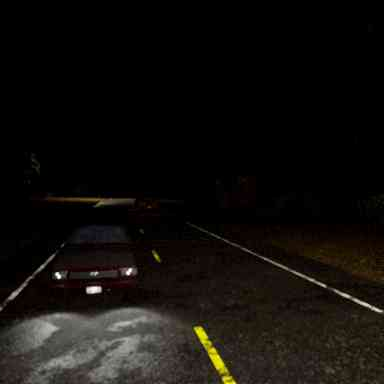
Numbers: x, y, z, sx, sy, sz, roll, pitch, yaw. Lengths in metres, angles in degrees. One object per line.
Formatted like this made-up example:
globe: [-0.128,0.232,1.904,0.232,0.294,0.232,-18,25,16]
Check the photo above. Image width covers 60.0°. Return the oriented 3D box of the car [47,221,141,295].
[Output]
car: [-2.502,1.535,9.146,2.033,1.411,5.357,0,0,-12]

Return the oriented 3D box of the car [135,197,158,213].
car: [-4.907,1.415,36.818,1.882,1.535,5.008,0,0,-12]
